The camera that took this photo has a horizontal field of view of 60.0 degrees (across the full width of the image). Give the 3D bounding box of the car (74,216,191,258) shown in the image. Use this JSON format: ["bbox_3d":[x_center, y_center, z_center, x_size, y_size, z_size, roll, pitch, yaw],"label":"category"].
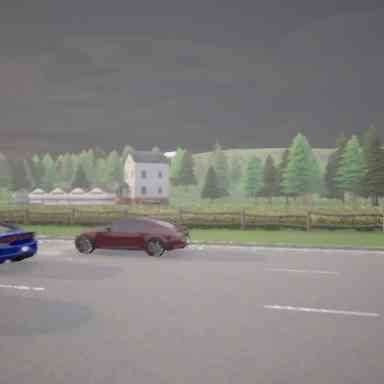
[{"bbox_3d":[-2.367,1.691,13.273,4.674,1.442,1.812,0,-1,14],"label":"car"}]

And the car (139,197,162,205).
[{"bbox_3d":[-8.756,2.077,70.591,4.605,1.855,1.932,0,-1,14],"label":"car"}]

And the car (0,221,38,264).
[{"bbox_3d":[-7.592,1.626,10.979,5.008,1.535,1.882,0,-1,14],"label":"car"}]
